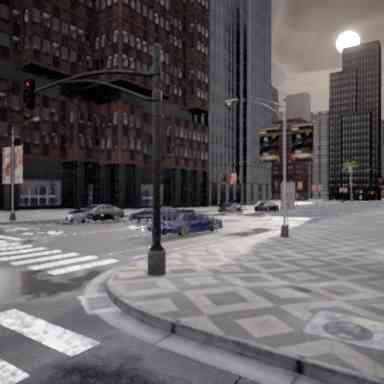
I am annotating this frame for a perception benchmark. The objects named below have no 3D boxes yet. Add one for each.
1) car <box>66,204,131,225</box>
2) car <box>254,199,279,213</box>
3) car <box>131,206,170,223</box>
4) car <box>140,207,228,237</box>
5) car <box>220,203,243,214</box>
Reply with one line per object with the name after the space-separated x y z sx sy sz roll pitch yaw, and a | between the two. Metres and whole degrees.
-7.597 1.732 26.457 2.128 1.511 4.902 0 -1 35 | car
10.301 2.112 46.080 1.882 1.535 5.008 0 -1 36 | car
-2.753 1.852 27.685 2.033 1.411 5.357 0 -1 35 | car
-0.283 1.798 19.847 2.033 1.411 5.357 0 -1 38 | car
5.158 2.127 44.478 1.994 1.385 4.181 0 -1 35 | car
